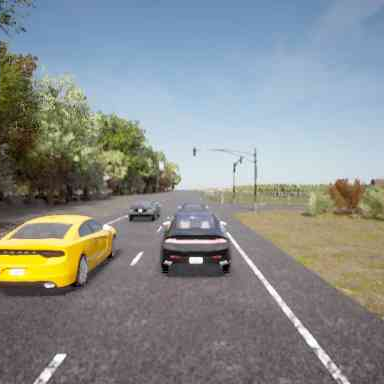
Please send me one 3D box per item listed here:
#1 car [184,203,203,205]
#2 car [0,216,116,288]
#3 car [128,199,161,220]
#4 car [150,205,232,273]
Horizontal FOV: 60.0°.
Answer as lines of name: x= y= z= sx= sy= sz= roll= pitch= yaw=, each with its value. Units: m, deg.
car: x=0.091 y=1.324 z=20.064 sx=1.994 sy=1.385 sz=4.181 roll=0 pitch=1 yaw=0
car: x=-3.402 y=1.369 z=8.961 sx=1.882 sy=1.535 sz=5.008 roll=0 pitch=1 yaw=0
car: x=-3.409 y=1.254 z=24.508 sx=2.033 sy=1.411 sz=5.357 roll=0 pitch=1 yaw=0
car: x=0.095 y=1.368 z=10.262 sx=2.128 sy=1.511 sz=4.902 roll=0 pitch=1 yaw=0
